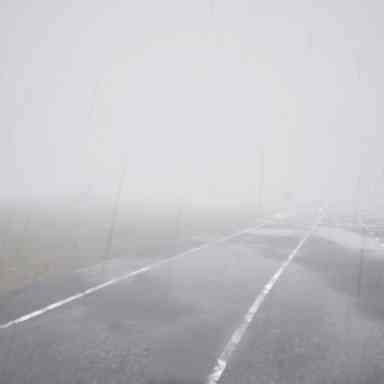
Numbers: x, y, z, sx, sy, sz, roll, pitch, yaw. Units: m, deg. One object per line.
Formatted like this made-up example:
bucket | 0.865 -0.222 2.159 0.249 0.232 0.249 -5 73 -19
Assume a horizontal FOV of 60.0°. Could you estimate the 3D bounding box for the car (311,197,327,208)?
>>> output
car | 22.078 2.155 58.556 1.994 1.385 4.181 2 0 24
